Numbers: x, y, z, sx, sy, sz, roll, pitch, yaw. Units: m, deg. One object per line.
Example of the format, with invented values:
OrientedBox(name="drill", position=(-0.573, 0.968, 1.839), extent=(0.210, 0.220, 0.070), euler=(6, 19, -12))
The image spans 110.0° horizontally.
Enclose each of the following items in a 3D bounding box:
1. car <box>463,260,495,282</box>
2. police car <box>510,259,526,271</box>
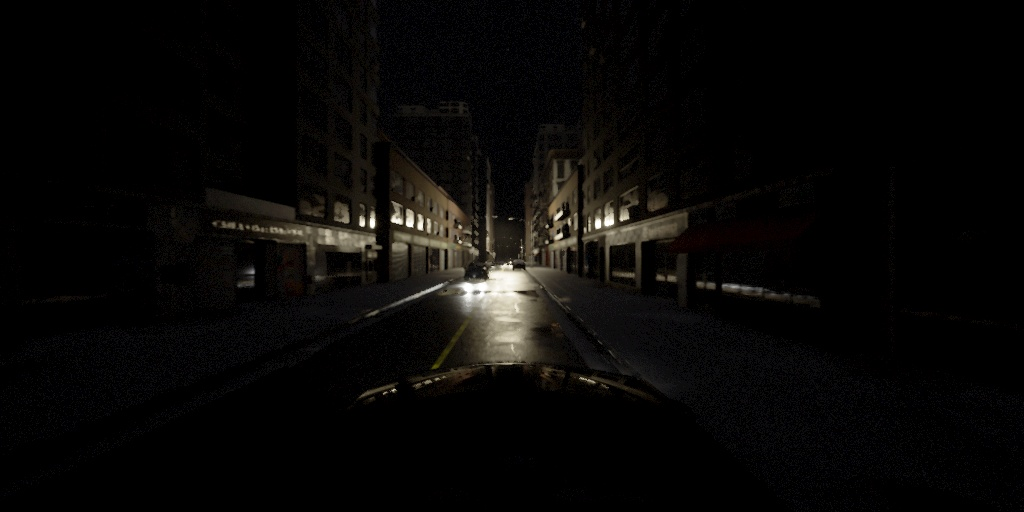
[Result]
OrientedBox(name="car", position=(-2.838, 1.256, 29.576), extent=(2.128, 1.511, 4.902), euler=(0, 0, 0))
OrientedBox(name="police car", position=(0.972, 1.212, 50.908), extent=(1.930, 1.638, 5.238), euler=(0, 0, 0))
